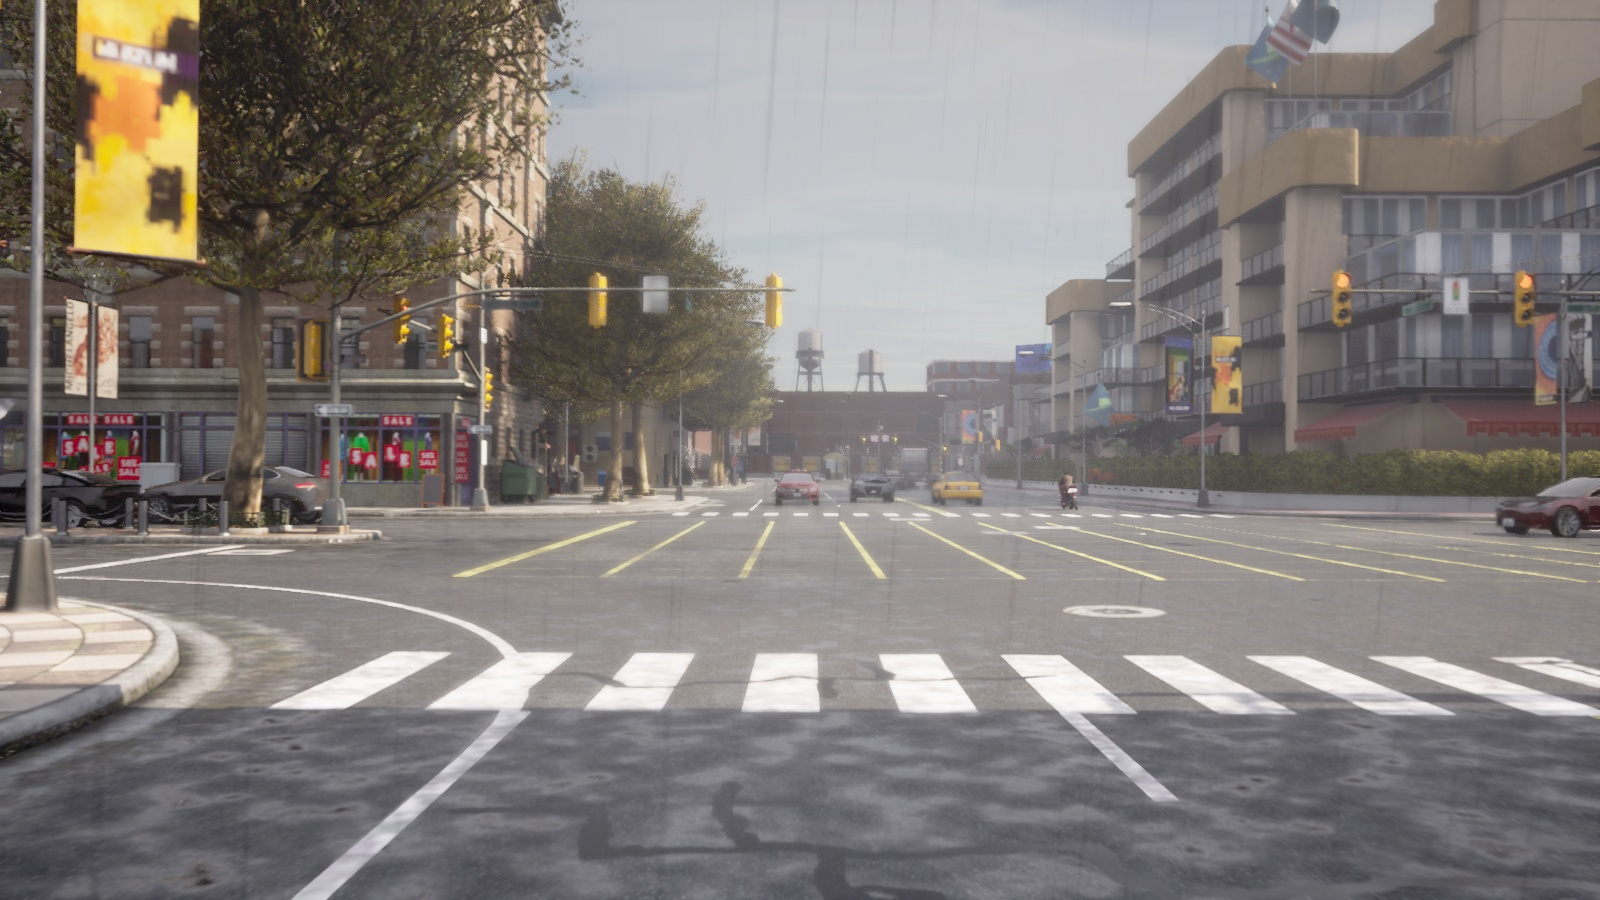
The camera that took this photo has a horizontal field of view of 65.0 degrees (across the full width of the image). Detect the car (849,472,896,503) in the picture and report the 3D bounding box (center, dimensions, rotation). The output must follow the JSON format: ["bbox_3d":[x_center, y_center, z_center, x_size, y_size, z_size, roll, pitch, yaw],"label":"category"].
[{"bbox_3d":[3.398,1.762,59.913,1.994,1.385,4.181,0,-1,0],"label":"car"}]

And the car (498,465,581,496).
[{"bbox_3d":[-15.740,1.840,76.090,4.605,1.855,1.932,1,-1,0],"label":"car"}]

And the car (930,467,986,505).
[{"bbox_3d":[6.906,1.553,55.366,1.801,1.575,5.366,0,-1,0],"label":"car"}]

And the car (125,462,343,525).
[{"bbox_3d":[-15.453,1.170,34.491,5.027,1.651,2.152,0,-1,0],"label":"car"}]

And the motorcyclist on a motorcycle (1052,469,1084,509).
[{"bbox_3d":[10.417,1.487,48.912,0.797,1.523,2.044,0,-1,0],"label":"motorcyclist on a motorcycle"}]

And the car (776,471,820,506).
[{"bbox_3d":[-0.093,1.656,54.522,1.812,1.442,4.674,0,-1,0],"label":"car"}]

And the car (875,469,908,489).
[{"bbox_3d":[6.841,2.155,94.146,2.128,1.511,4.902,0,-1,0],"label":"car"}]

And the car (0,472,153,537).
[{"bbox_3d":[-18.967,1.331,31.001,5.008,1.535,1.882,0,-1,0],"label":"car"}]

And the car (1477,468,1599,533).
[{"bbox_3d":[19.389,1.192,30.500,4.792,1.488,2.163,0,-1,-6],"label":"car"}]
